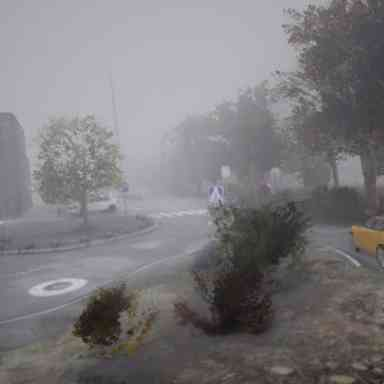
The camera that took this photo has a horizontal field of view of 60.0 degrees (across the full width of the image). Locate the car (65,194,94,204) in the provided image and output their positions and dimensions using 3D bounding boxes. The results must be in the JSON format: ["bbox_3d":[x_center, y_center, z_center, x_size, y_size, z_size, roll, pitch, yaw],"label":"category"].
[{"bbox_3d":[-21.938,1.377,65.146,4.792,1.488,2.163,-6,3,-42],"label":"car"}]

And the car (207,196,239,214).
[{"bbox_3d":[2.930,1.154,27.715,2.097,1.767,4.553,-4,3,-20],"label":"car"}]

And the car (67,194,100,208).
[{"bbox_3d":[-17.557,1.379,53.938,4.553,1.767,2.185,-6,3,-42],"label":"car"}]

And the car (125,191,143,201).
[{"bbox_3d":[-10.742,0.654,62.355,2.097,1.767,4.553,-4,2,-21],"label":"car"}]

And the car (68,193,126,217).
[{"bbox_3d":[-10.845,1.486,37.192,5.566,2.045,2.435,-6,4,-42],"label":"car"}]

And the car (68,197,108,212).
[{"bbox_3d":[-14.179,1.659,45.593,4.674,1.452,2.002,-6,3,-42],"label":"car"}]

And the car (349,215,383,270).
[{"bbox_3d":[6.707,1.456,10.934,1.882,1.535,5.008,-3,0,11],"label":"car"}]

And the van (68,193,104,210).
[{"bbox_3d":[-15.392,1.364,48.289,4.442,1.987,1.878,-6,4,-42],"label":"van"}]

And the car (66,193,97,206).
[{"bbox_3d":[-19.721,1.297,59.552,4.553,1.767,2.185,-6,3,-42],"label":"car"}]

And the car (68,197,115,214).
[{"bbox_3d":[-12.920,1.639,42.928,5.366,1.575,1.946,-6,3,-42],"label":"car"}]

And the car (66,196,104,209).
[{"bbox_3d":[-16.398,1.540,51.169,5.008,1.535,2.097,-6,4,-42],"label":"car"}]

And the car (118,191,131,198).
[{"bbox_3d":[-14.522,0.542,71.549,1.812,1.442,4.674,-4,2,-22],"label":"car"}]
